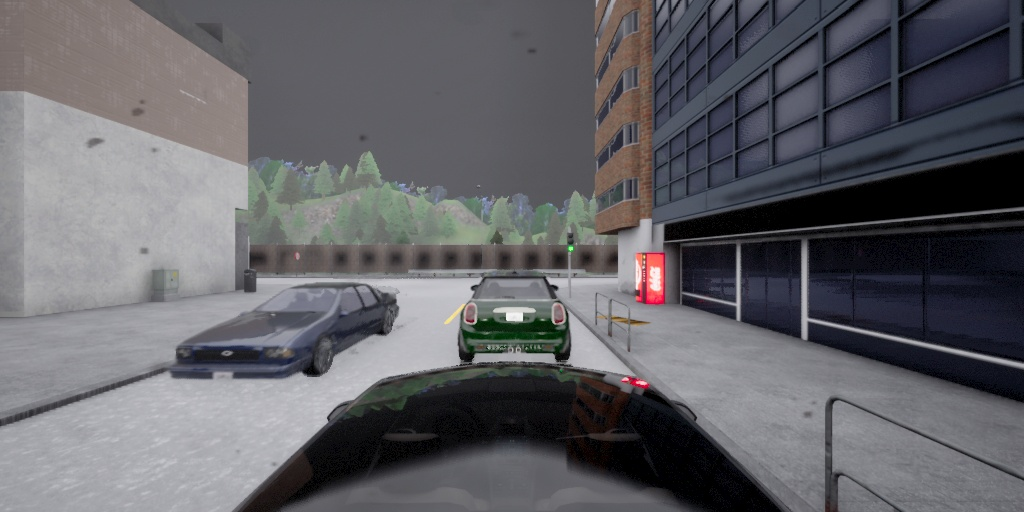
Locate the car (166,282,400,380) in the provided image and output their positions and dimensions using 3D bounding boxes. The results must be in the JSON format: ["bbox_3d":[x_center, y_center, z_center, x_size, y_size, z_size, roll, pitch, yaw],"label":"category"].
[{"bbox_3d":[-4.028,1.297,7.695,2.033,1.411,5.357,0,0,1],"label":"car"}]

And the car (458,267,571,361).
[{"bbox_3d":[0.059,1.101,8.471,2.097,1.767,4.553,0,0,0],"label":"car"}]
